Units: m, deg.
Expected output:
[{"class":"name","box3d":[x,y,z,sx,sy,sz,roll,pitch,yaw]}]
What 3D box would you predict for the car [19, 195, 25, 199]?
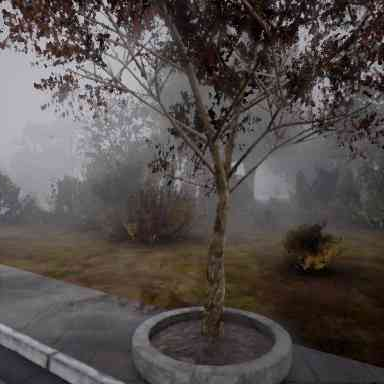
[{"class":"car","box3d":[-22.628,1.174,43.321,1.837,1.490,4.892,1,0,32]}]
